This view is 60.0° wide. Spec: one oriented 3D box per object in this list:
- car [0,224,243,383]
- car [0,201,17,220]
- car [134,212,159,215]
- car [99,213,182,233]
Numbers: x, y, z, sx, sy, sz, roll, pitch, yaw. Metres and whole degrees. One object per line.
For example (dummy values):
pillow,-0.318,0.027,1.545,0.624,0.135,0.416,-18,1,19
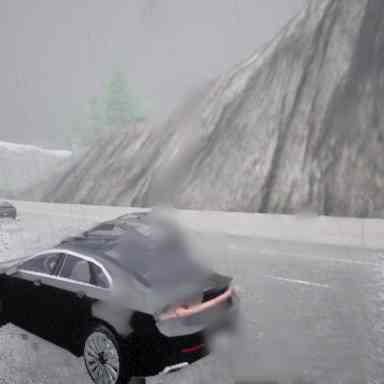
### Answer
car,-1.593,1.500,5.316,4.902,1.511,2.128,0,0,37
car,-16.145,1.521,27.600,2.128,1.511,4.902,0,0,-44
car,-2.434,1.588,14.907,4.181,1.385,1.994,0,0,39
car,-2.162,1.542,10.174,4.674,1.442,1.812,0,0,38
